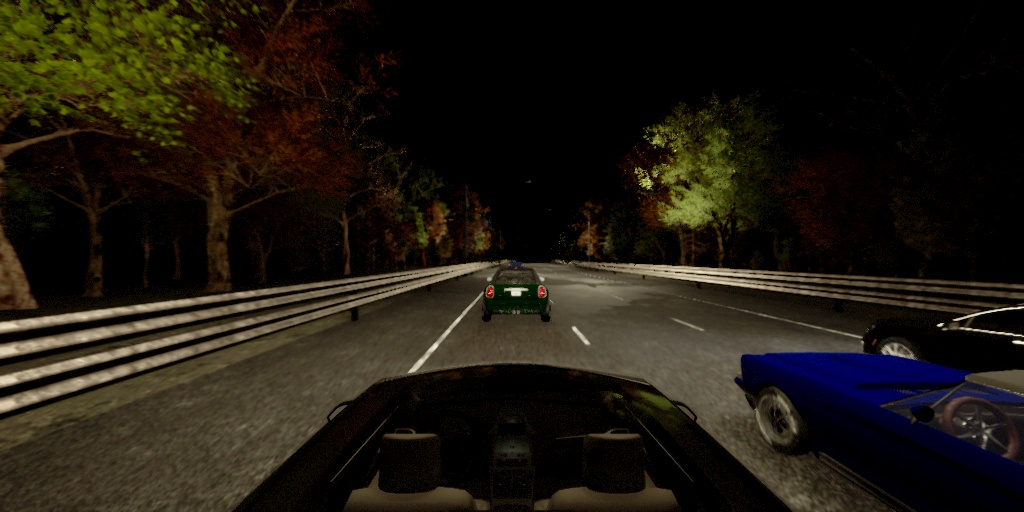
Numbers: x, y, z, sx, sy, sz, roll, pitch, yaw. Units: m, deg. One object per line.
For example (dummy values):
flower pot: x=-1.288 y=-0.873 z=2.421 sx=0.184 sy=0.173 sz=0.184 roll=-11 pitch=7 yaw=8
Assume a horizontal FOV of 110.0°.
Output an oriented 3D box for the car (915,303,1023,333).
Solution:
car: x=7.105 y=1.275 z=4.295 sx=1.837 sy=1.490 sz=4.892 roll=0 pitch=0 yaw=0

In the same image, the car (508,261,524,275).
car: x=0.564 y=1.501 z=46.182 sx=1.882 sy=1.535 sz=5.008 roll=0 pitch=0 yaw=1

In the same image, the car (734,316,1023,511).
car: x=3.602 y=1.355 z=2.163 sx=1.895 sy=1.301 sz=4.718 roll=0 pitch=0 yaw=0

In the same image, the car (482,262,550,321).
car: x=0.134 y=1.171 z=12.959 sx=2.097 sy=1.767 sz=4.553 roll=0 pitch=0 yaw=0
